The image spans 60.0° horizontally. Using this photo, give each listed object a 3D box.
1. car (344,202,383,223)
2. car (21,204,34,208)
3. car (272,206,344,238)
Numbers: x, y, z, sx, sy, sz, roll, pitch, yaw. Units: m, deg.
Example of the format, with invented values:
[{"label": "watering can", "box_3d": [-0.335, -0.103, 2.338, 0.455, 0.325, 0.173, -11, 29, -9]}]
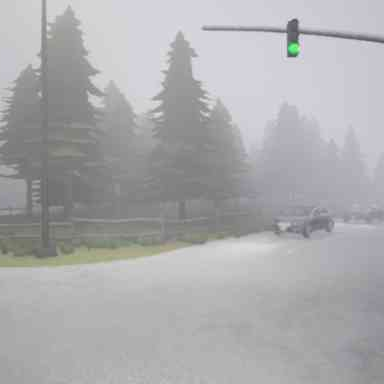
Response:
[{"label": "car", "box_3d": [13.113, 1.518, 25.332, 4.674, 1.442, 1.812, 0, 0, -45]}, {"label": "car", "box_3d": [-20.749, 1.992, 44.234, 1.994, 1.385, 4.181, -1, 0, 8]}, {"label": "car", "box_3d": [6.136, 1.517, 18.108, 2.128, 1.511, 4.902, -1, 0, 43]}]
